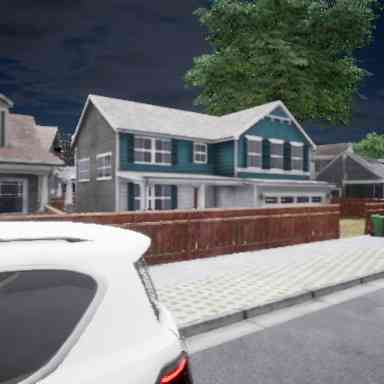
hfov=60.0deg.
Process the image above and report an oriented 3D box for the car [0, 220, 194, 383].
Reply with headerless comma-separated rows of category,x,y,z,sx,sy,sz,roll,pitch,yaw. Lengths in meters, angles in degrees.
car,-2.561,1.220,1.243,5.566,2.045,2.150,1,0,-35
